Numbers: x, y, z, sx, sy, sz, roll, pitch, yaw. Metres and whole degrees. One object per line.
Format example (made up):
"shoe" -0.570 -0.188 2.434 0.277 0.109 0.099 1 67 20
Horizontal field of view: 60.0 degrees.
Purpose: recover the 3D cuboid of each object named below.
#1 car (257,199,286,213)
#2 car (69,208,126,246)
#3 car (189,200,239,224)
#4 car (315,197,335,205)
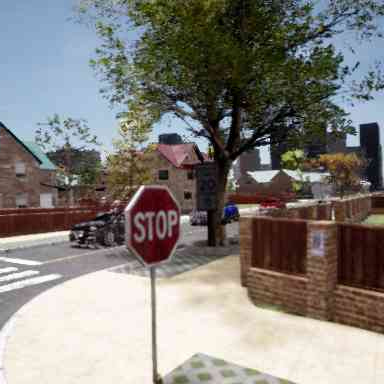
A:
"car" 8.510 1.449 35.090 1.812 1.442 4.674 -2 -1 32
"car" -3.529 1.588 15.855 1.837 1.490 4.892 -2 -1 31
"car" 1.648 1.367 24.165 2.097 1.767 4.553 -2 -1 32
"car" 18.012 1.340 44.749 1.895 1.301 4.718 -2 -1 32
